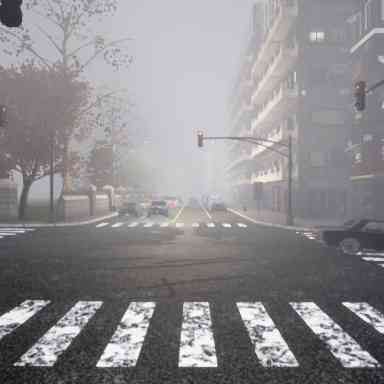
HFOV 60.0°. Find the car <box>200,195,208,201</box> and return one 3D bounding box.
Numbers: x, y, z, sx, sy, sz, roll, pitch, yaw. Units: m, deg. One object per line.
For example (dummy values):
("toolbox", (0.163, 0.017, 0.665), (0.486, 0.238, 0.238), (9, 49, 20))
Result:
("car", (3.009, 1.543, 87.132), (1.967, 1.590, 4.097), (0, 0, 0))

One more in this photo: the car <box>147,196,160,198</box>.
("car", (-5.535, 1.549, 41.953), (1.752, 1.417, 4.829), (0, 0, 0))

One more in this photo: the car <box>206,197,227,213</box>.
("car", (2.825, 1.563, 36.461), (1.887, 1.381, 4.507), (0, 0, 0))

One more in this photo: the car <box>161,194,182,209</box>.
("car", (-2.928, 1.380, 46.071), (2.097, 1.767, 4.553), (0, 0, 0))

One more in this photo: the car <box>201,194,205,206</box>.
("car", (2.887, 1.479, 53.352), (1.967, 1.590, 4.097), (0, 0, 0))

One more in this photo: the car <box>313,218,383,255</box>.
("car", (7.278, 1.719, 12.761), (4.718, 1.301, 1.895), (2, 0, 10))

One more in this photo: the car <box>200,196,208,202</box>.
("car", (2.988, 1.634, 81.503), (1.887, 1.381, 4.507), (0, 0, 0))

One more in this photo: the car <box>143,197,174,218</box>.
("car", (-2.990, 1.519, 30.441), (1.837, 1.490, 4.892), (0, 0, 0))

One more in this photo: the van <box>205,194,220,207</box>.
("van", (2.846, 1.365, 42.092), (1.690, 1.788, 3.998), (0, 0, 0))

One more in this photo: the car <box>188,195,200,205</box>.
("car", (0.326, 1.615, 61.172), (1.994, 1.385, 4.181), (0, 0, 0))

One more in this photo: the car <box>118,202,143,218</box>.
("car", (-5.575, 1.579, 30.862), (1.947, 1.339, 4.313), (0, 0, 0))

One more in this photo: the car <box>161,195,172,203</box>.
("car", (-5.432, 1.507, 70.273), (1.967, 1.590, 4.097), (0, 0, 0))

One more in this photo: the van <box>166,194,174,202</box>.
("van", (-5.392, 1.431, 81.534), (1.690, 1.788, 3.998), (0, 0, 0))

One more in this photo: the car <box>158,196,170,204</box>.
("car", (-5.453, 1.497, 64.644), (1.967, 1.590, 4.097), (0, 0, 0))

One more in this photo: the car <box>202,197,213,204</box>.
("car", (2.927, 1.602, 64.612), (1.887, 1.381, 4.507), (0, 0, 0))

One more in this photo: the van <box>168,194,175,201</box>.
("van", (-5.371, 1.444, 87.163), (1.690, 1.788, 3.998), (0, 0, 0))

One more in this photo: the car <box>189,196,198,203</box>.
("car", (0.326, 1.594, 71.156), (1.812, 1.442, 4.674), (0, 0, 0))

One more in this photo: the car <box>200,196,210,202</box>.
("car", (2.968, 1.628, 75.873), (2.008, 1.369, 4.403), (0, 0, 0))
